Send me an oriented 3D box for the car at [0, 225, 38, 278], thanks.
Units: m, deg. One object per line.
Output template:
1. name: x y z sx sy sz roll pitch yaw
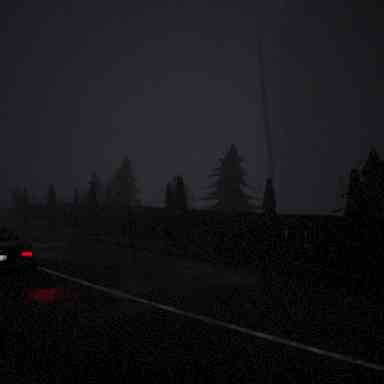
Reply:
1. car: -6.249 1.583 9.375 5.357 1.411 2.033 0 0 43
